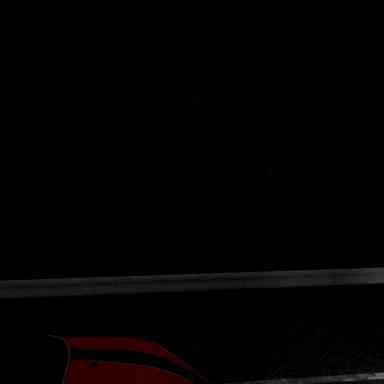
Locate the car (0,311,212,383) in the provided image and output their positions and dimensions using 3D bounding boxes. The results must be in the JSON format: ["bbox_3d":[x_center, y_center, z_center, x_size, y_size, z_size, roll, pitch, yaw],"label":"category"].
[{"bbox_3d":[-1.869,1.352,1.646,4.553,1.767,2.097,0,0,-6],"label":"car"}]
